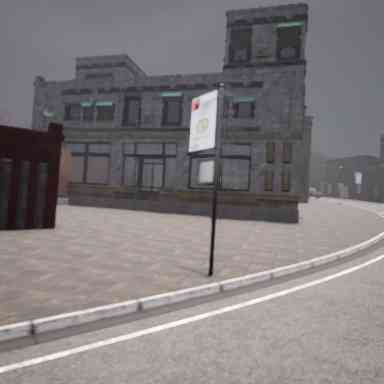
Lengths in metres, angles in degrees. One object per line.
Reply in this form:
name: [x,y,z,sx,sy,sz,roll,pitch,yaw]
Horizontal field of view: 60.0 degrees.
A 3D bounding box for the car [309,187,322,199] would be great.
car: [20.131,0.056,57.646,2.150,2.045,5.566,4,2,-15]
